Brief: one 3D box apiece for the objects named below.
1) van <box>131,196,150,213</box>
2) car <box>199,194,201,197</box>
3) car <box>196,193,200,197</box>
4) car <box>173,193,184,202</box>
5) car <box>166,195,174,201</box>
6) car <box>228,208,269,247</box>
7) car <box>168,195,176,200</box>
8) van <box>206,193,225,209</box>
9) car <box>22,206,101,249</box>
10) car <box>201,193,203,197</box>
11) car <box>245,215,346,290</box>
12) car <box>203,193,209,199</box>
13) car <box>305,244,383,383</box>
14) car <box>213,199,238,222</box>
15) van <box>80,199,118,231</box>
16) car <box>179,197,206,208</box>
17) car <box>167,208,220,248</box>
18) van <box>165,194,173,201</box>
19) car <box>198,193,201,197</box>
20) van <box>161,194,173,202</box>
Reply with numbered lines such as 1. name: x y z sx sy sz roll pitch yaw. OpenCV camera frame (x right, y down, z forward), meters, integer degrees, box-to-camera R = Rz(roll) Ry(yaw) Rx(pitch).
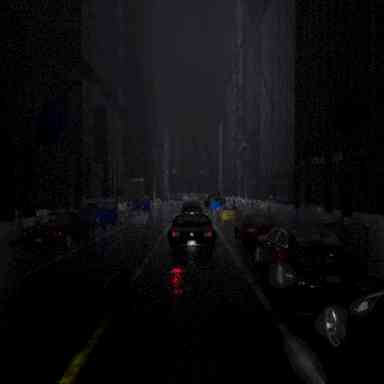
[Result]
1. van: -5.674 1.325 37.141 1.690 1.788 3.998 0 0 0
2. car: 2.853 1.514 65.392 2.008 1.369 4.403 0 0 0
3. car: 2.852 1.385 87.987 1.967 1.590 4.097 0 0 0
4. car: -3.000 1.289 75.980 2.097 1.767 4.553 0 0 0
5. car: -5.672 1.471 87.811 1.752 1.417 4.829 0 0 0
6. car: 2.852 1.577 14.554 1.802 1.307 4.206 0 0 0
7. car: -5.672 1.507 93.630 1.947 1.339 4.313 0 0 0
8. van: 2.851 1.325 37.148 1.690 1.788 3.998 0 0 0
9. car: -5.673 1.539 14.545 1.887 1.381 4.507 0 0 0
10. car: 3.107 1.193 54.986 2.150 2.045 5.566 0 0 0
11. car: 2.852 1.547 8.906 2.008 1.369 4.403 0 0 0
12. car: 3.106 1.205 47.986 2.150 2.045 5.566 0 0 0
13. car: 2.852 1.564 3.256 1.947 1.339 4.313 0 0 0
14. car: 2.852 1.515 26.022 1.752 1.417 4.829 0 0 0
15. van: -5.674 1.334 20.194 1.690 1.788 3.998 0 0 0
16. car: 0.000 1.506 29.651 1.837 1.490 4.892 0 0 0
17. car: 0.000 1.612 14.681 1.895 1.301 4.718 0 0 0
18. van: -5.673 1.291 82.332 1.690 1.788 3.998 0 0 0
19. car: 2.853 1.509 71.041 2.008 1.369 4.403 0 0 0
20. van: -5.673 1.300 71.034 1.690 1.788 3.998 0 0 0
